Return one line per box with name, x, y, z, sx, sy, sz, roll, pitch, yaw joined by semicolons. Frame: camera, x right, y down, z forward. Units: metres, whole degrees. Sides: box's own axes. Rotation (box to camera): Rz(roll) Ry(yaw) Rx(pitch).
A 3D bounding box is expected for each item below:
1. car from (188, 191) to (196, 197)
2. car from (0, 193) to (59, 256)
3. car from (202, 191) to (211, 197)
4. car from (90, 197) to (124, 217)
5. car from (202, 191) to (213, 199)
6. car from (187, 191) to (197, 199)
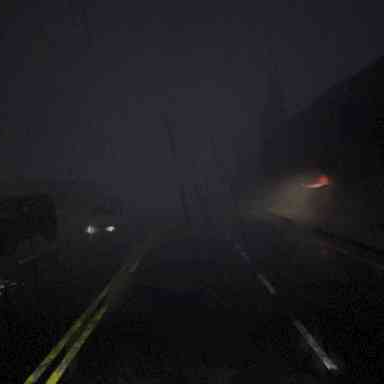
car;-0.037;0.440;80.462;1.837;1.490;4.892;0;1;0
car;-7.121;1.101;12.901;2.150;2.045;5.566;0;1;0
car;3.463;0.440;80.463;1.812;1.442;4.674;0;1;0
car;-7.081;1.164;28.003;1.882;1.535;5.008;0;0;0
car;3.466;0.574;70.047;1.837;1.490;4.892;0;1;0
car;-0.034;0.645;70.464;1.994;1.385;4.181;0;1;0
